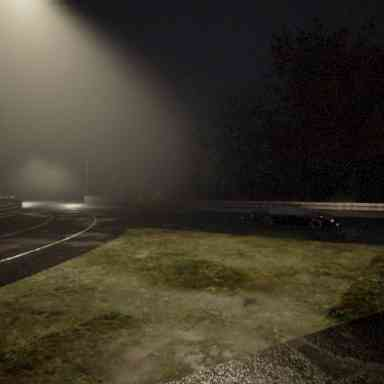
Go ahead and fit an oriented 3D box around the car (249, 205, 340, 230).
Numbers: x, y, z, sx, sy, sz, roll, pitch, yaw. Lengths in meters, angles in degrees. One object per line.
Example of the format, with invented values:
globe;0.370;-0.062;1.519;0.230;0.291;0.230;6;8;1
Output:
car;6.395;1.546;21.176;5.357;1.411;2.033;0;0;34
